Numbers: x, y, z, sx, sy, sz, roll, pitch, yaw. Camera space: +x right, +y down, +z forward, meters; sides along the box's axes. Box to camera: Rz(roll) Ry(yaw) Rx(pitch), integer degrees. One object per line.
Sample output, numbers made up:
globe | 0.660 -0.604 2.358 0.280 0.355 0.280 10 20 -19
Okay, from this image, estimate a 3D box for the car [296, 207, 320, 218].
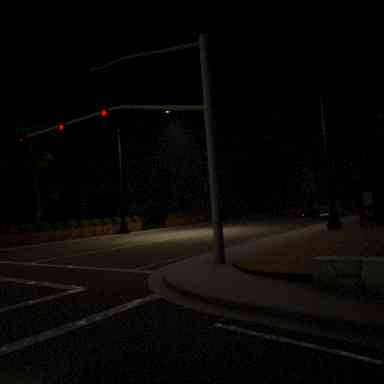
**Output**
car | 15.485 2.674 44.232 1.895 1.301 4.718 -6 -4 37
